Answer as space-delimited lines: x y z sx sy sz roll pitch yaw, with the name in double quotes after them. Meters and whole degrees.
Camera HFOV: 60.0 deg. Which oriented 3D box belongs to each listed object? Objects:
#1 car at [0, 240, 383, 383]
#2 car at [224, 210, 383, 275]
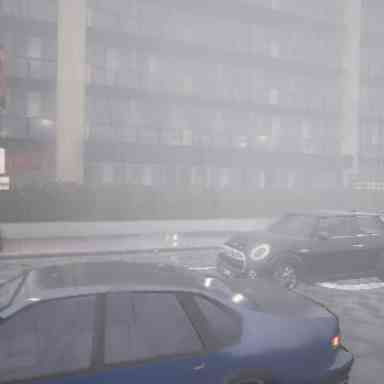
-1.083 1.464 3.228 5.357 1.411 2.033 1 1 -19 "car"
2.928 1.254 8.281 4.553 1.767 2.097 1 1 -19 "car"
